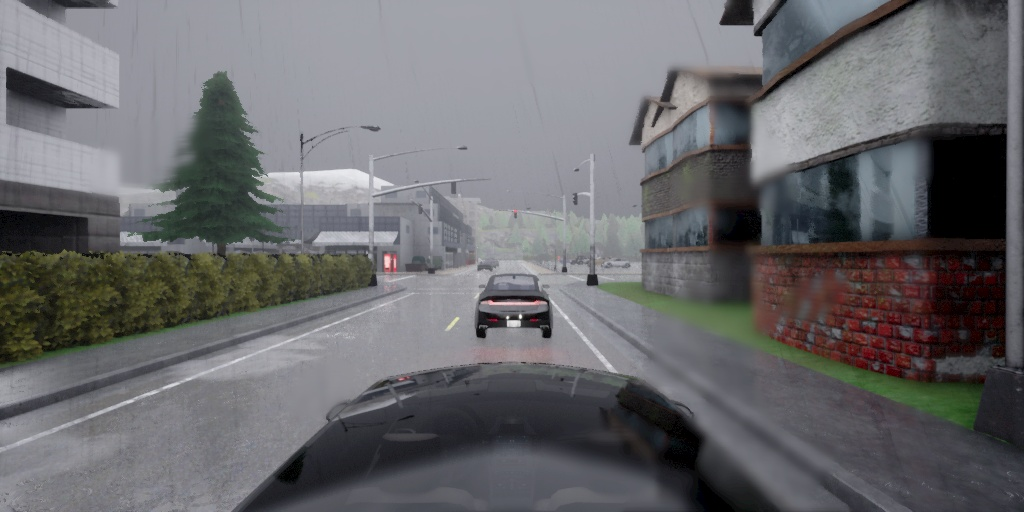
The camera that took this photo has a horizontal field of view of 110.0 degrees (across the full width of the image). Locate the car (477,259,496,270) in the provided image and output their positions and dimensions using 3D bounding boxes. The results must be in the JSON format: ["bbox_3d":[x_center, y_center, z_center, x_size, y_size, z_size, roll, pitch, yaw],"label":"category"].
[{"bbox_3d":[-3.573,1.348,48.217,1.895,1.301,4.718,0,0,0],"label":"car"}]

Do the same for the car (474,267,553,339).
[{"bbox_3d":[0.059,1.241,10.129,2.128,1.511,4.902,0,0,0],"label":"car"}]

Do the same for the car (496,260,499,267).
[{"bbox_3d":[-3.558,1.311,58.243,1.994,1.385,4.181,0,0,0],"label":"car"}]
